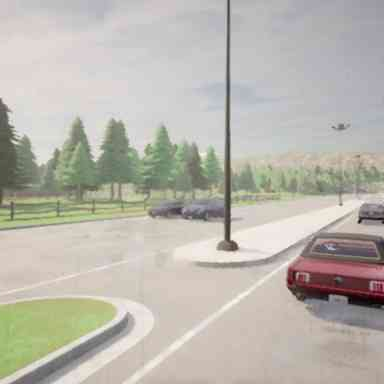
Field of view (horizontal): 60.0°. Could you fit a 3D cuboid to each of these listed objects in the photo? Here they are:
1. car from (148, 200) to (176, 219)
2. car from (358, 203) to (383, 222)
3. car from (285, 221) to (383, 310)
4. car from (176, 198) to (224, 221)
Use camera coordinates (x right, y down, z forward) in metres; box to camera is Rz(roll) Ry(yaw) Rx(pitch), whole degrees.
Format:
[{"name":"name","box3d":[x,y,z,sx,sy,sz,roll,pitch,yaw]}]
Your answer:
[{"name":"car","box3d":[-1.830,1.445,28.577,1.837,1.490,4.892,0,0,30]},{"name":"car","box3d":[13.528,1.539,24.946,2.033,1.411,5.357,0,0,30]},{"name":"car","box3d":[3.649,1.596,7.765,1.895,1.301,4.718,0,0,29]},{"name":"car","box3d":[1.008,1.301,26.501,2.097,1.767,4.553,0,0,30]}]
